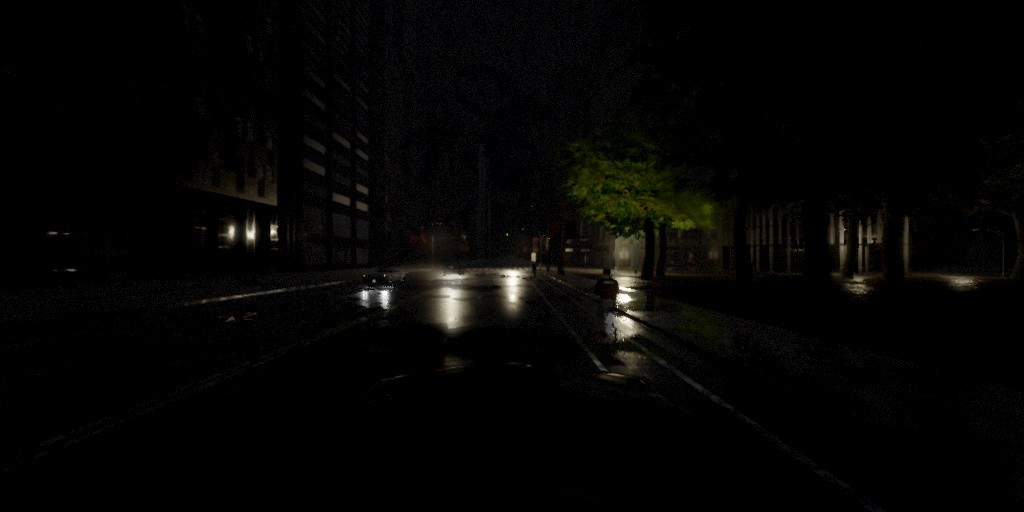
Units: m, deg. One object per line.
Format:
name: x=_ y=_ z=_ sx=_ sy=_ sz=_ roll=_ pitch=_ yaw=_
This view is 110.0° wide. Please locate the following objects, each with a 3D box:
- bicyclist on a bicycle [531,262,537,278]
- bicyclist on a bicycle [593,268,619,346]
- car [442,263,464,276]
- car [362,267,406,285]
bicyclist on a bicycle: x=2.245 y=1.427 z=36.195 sx=0.582 sy=1.620 sz=1.656 roll=0 pitch=-1 yaw=0
bicyclist on a bicycle: x=2.248 y=1.160 z=8.696 sx=0.659 sy=1.776 sz=1.843 roll=0 pitch=0 yaw=0
car: x=-6.581 y=1.534 z=40.804 sx=1.812 sy=1.442 sz=4.674 roll=0 pitch=-1 yaw=0
car: x=-9.854 y=1.512 z=27.840 sx=1.895 sy=1.301 sz=4.718 roll=0 pitch=0 yaw=0
